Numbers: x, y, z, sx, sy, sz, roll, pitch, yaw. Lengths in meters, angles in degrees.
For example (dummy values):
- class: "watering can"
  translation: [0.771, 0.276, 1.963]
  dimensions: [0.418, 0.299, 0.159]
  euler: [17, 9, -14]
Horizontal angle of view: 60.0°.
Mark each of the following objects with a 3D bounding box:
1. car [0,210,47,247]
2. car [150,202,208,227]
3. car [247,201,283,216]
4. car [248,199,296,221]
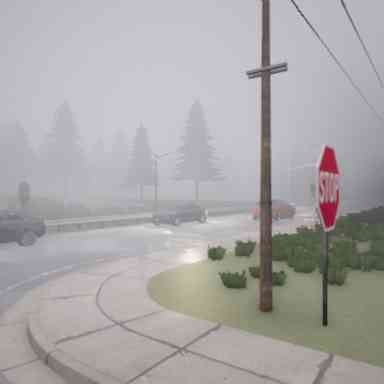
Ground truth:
- class: "car"
  translation: [-8.220, 1.499, 12.964]
  dimensions: [2.128, 1.511, 4.902]
  euler: [0, 0, 37]
- class: "car"
  translation: [-0.785, 1.511, 22.982]
  dimensions: [1.837, 1.490, 4.892]
  euler: [0, 0, 37]
- class: "car"
  translation: [7.560, 1.608, 34.218]
  dimensions: [1.895, 1.301, 4.718]
  euler: [0, 0, 37]
- class: "car"
  translation: [6.708, 1.358, 26.883]
  dimensions: [2.097, 1.767, 4.553]
  euler: [0, 0, 37]
